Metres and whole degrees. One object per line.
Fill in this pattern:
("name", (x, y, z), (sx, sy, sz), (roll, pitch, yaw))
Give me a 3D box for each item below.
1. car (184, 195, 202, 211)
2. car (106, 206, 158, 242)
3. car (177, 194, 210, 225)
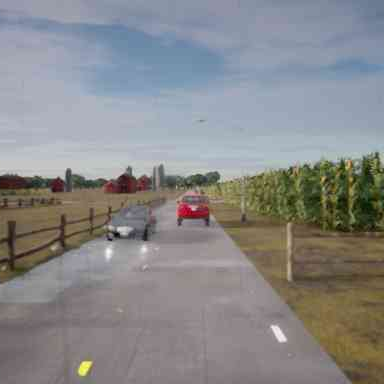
("car", (0.089, 1.324, 41.432), (2.097, 1.767, 4.553), (0, 0, 0))
("car", (-2.806, 1.482, 16.348), (2.128, 1.511, 4.902), (0, 0, 0))
("car", (0.098, 1.200, 23.739), (2.150, 2.045, 5.566), (0, -1, 0))
